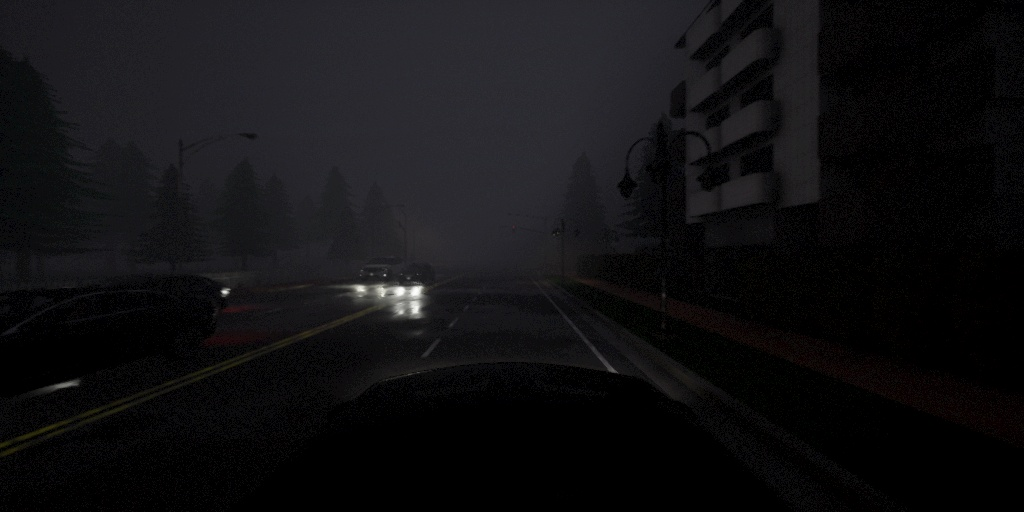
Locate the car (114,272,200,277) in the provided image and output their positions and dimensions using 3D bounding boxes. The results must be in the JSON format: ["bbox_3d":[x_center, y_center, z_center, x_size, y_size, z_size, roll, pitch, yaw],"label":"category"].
[{"bbox_3d":[-10.597,1.258,10.266,1.837,1.490,4.892,0,0,0],"label":"car"}]

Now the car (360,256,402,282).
[{"bbox_3d":[-10.502,1.024,29.575,2.150,2.045,5.566,0,0,0],"label":"car"}]

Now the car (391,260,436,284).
[{"bbox_3d":[-7.032,1.255,26.910,2.128,1.511,4.902,0,0,1],"label":"car"}]

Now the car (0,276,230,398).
[{"bbox_3d":[-7.099,1.243,5.486,2.128,1.511,4.902,0,0,0],"label":"car"}]
